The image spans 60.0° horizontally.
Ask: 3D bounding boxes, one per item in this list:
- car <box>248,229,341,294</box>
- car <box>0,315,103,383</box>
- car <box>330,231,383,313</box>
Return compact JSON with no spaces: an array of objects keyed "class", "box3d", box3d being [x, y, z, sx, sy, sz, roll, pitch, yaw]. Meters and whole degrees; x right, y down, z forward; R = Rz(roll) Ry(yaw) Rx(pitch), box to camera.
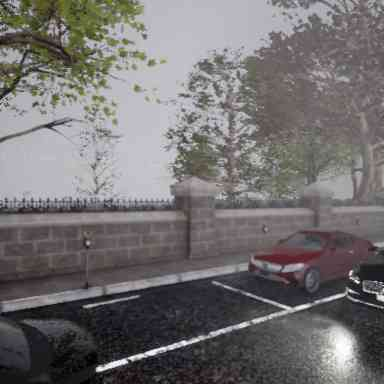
[{"class":"car","box3d":[3.401,1.676,8.986,4.206,1.307,1.802,1,0,-36]},{"class":"car","box3d":[-2.796,1.488,1.381,4.892,1.490,1.837,1,-1,-35]},{"class":"car","box3d":[5.247,1.604,7.119,4.892,1.490,1.837,1,0,-36]}]
